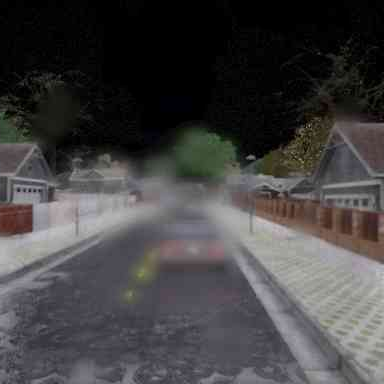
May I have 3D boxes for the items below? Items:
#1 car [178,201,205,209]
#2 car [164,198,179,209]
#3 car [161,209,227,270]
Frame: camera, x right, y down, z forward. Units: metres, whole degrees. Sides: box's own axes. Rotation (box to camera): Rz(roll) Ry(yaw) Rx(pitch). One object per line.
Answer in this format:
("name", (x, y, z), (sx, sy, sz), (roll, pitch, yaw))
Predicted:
("car", (0.149, 1.545, 28.136), (1.994, 1.385, 4.181), (0, 0, 1))
("car", (-2.641, 1.558, 45.058), (1.812, 1.442, 4.674), (0, 0, 1))
("car", (0.062, 1.521, 10.832), (2.033, 1.411, 5.357), (0, 0, 0))
